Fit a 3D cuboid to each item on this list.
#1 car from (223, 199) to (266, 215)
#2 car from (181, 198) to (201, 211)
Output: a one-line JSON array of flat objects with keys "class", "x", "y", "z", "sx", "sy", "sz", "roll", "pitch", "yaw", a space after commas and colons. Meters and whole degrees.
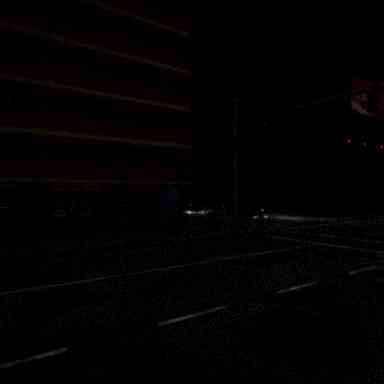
[{"class": "car", "x": 5.163, "y": 1.450, "z": 33.113, "sx": 2.128, "sy": 1.511, "sz": 4.902, "roll": 0, "pitch": 0, "yaw": -36}, {"class": "car", "x": -0.795, "y": 1.436, "z": 41.369, "sx": 1.882, "sy": 1.535, "sz": 5.008, "roll": 0, "pitch": 0, "yaw": -36}]
